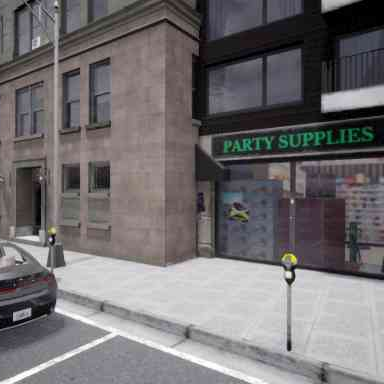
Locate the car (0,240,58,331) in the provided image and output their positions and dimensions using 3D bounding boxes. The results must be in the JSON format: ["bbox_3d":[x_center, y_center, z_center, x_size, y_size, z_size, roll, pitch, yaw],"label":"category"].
[{"bbox_3d":[-4.247,1.550,6.116,4.403,1.369,2.008,0,0,36],"label":"car"}]
